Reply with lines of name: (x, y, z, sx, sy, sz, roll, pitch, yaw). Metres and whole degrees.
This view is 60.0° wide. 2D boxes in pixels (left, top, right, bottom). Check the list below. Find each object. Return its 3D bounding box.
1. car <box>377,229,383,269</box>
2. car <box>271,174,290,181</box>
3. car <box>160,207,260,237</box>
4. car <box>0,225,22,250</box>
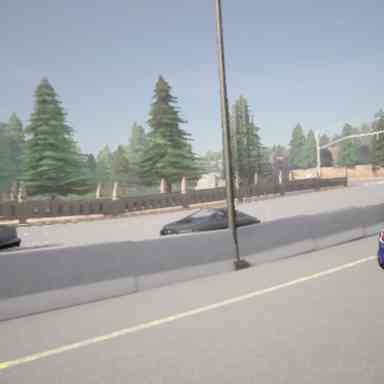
car: (6.807, 1.009, 8.606, 4.553, 1.767, 2.097, -4, 2, -35)
car: (17.474, -2.588, 65.145, 2.150, 2.045, 5.566, -6, 4, -35)
car: (0.804, 1.330, 13.164, 4.181, 1.385, 1.994, -3, 2, -35)
car: (-8.555, 1.550, 10.787, 5.357, 1.411, 2.033, -1, 0, -36)
